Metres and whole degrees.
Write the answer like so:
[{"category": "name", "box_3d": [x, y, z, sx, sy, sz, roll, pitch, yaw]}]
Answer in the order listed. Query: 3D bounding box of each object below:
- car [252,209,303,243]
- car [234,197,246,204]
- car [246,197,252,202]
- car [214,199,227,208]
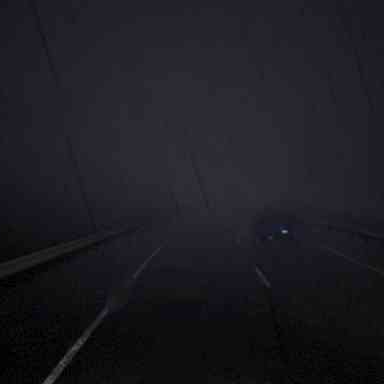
[{"category": "car", "box_3d": [4.223, 1.607, 17.075, 1.882, 1.535, 5.008, 0, 0, 4]}, {"category": "car", "box_3d": [10.800, 2.007, 77.018, 1.812, 1.442, 4.674, 0, 0, 16]}, {"category": "car", "box_3d": [15.054, 2.049, 90.839, 1.837, 1.490, 4.892, 0, 0, 18]}, {"category": "car", "box_3d": [4.961, 1.932, 58.306, 1.837, 1.490, 4.892, 0, 0, 12]}]
